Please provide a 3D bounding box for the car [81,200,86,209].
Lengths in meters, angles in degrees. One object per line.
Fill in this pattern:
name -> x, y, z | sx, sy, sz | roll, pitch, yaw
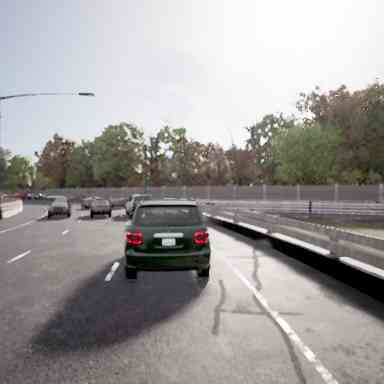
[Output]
car -> -13.844, 1.630, 44.962 | 1.895, 1.301, 4.718 | 0, 0, -24

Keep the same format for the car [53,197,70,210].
car -> -17.738, 1.540, 44.991 | 1.837, 1.490, 4.892 | 0, 0, -25

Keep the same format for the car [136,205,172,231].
car -> -2.592, 1.611, 21.693 | 1.895, 1.301, 4.718 | 0, 0, -11

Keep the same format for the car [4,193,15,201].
car -> -45.966, 1.409, 81.066 | 5.008, 1.535, 1.882 | 0, 0, 37

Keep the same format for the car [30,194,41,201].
car -> -41.070, 1.297, 86.181 | 4.553, 1.767, 2.097 | 0, 0, 37

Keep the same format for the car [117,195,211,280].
car -> -0.784, 1.226, 10.170 | 2.150, 2.045, 5.566 | 0, 0, -6

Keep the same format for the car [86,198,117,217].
car -> -8.503, 1.510, 30.968 | 2.128, 1.511, 4.902 | 0, 0, -17

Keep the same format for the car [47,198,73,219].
car -> -11.836, 1.548, 29.949 | 1.812, 1.442, 4.674 | 0, 0, -17

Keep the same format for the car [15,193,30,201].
car -> -43.774, 1.154, 83.794 | 5.566, 2.045, 2.150 | 0, 0, 37

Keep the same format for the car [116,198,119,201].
car -> -10.789, 1.520, 46.655 | 2.128, 1.511, 4.902 | 0, 0, -24
